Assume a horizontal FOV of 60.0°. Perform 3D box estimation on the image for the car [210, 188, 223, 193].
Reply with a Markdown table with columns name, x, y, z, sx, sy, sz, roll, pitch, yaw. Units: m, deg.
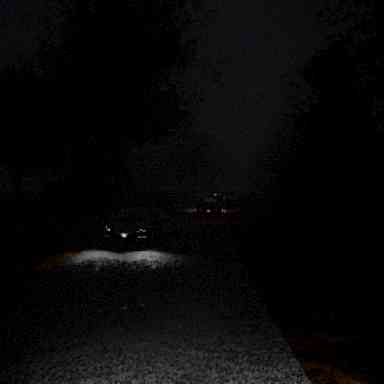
| name | x | y | z | sx | sy | sz | roll | pitch | yaw |
| --- | --- | --- | --- | --- | --- | --- | --- | --- | --- |
| car | 3.047 | 0.248 | 42.640 | 2.033 | 1.411 | 5.357 | 0 | 3 | 6 |

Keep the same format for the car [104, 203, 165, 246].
| name | x | y | z | sx | sy | sz | roll | pitch | yaw |
| --- | --- | --- | --- | --- | --- | --- | --- | --- | --- |
| car | -2.337 | 1.302 | 14.533 | 1.837 | 1.490 | 4.892 | 2 | 1 | 3 |

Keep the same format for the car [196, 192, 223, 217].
| name | x | y | z | sx | sy | sz | roll | pitch | yaw |
| --- | --- | --- | --- | --- | --- | --- | --- | --- | --- |
| car | 1.310 | 1.026 | 24.950 | 1.812 | 1.442 | 4.674 | 0 | 2 | 5 |
